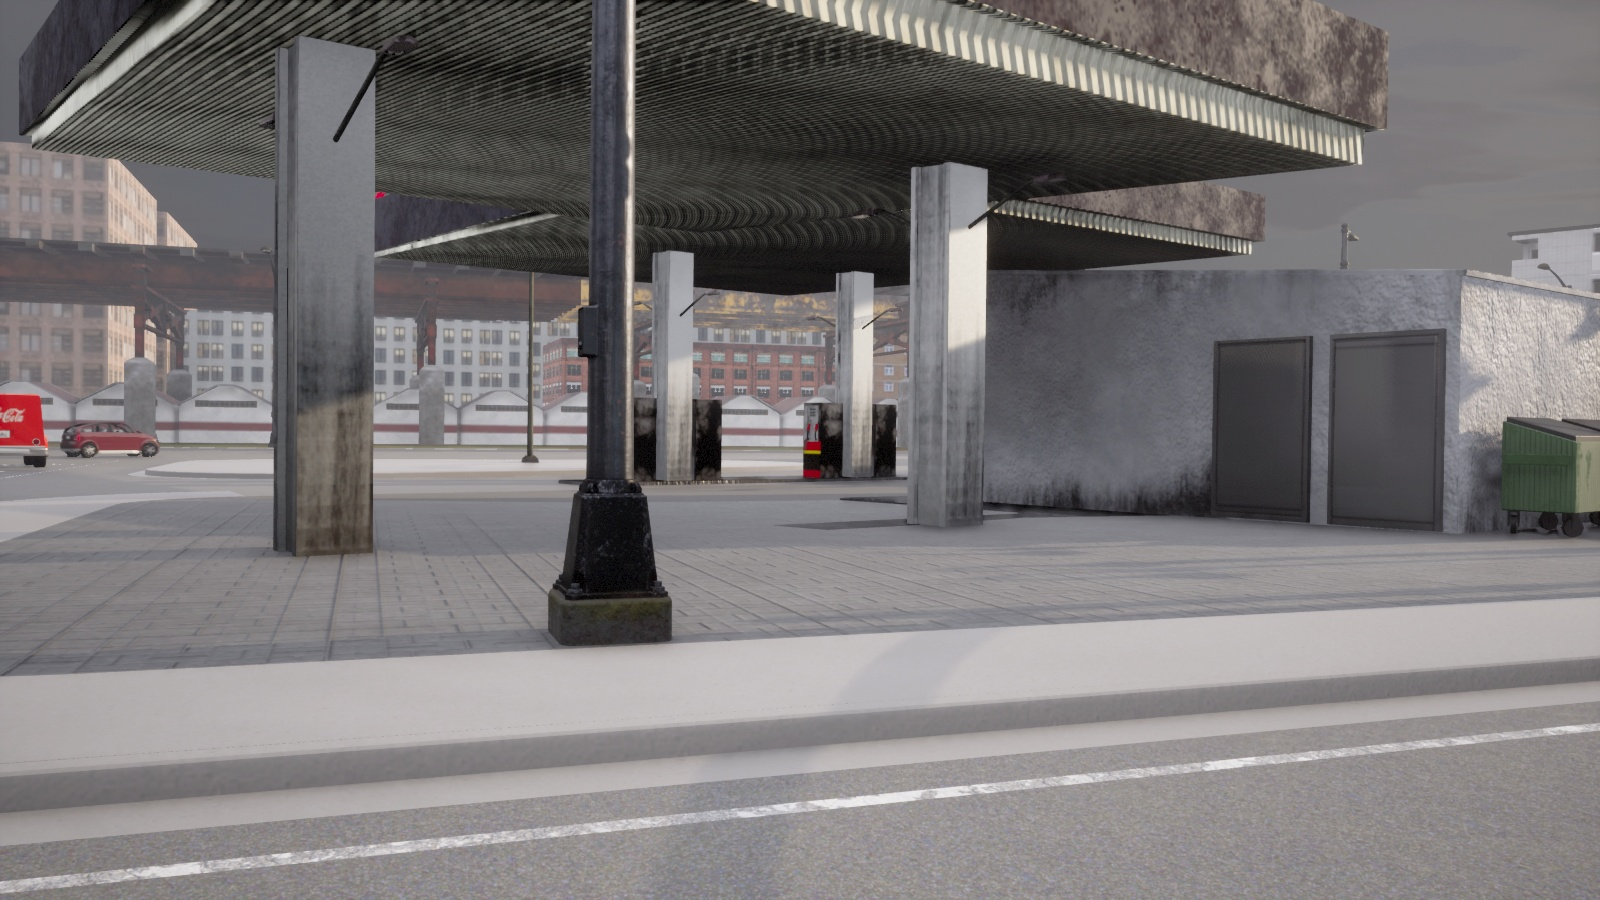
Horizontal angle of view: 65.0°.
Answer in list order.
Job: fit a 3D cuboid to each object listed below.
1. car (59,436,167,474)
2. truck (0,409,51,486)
[{"bbox_3d":[-29.820,0.210,54.579,1.789,1.549,3.705,-1,1,39],"label":"car"},{"bbox_3d":[-27.017,-0.088,42.456,2.627,2.467,5.204,-1,1,-34],"label":"truck"}]
